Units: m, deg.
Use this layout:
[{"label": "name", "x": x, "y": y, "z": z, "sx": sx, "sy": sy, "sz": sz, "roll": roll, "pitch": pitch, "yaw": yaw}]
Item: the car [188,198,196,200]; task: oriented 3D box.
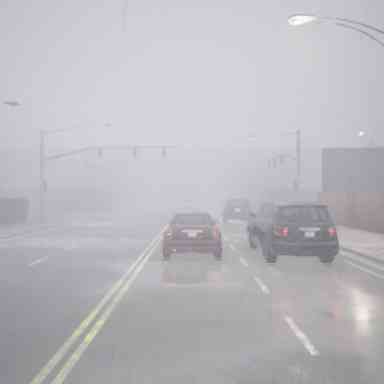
[{"label": "car", "x": 0.010, "y": 2.306, "z": 86.934, "sx": 2.097, "sy": 1.767, "sz": 4.553, "roll": 0, "pitch": -1, "yaw": 0}]

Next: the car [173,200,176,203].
[{"label": "car", "x": -3.491, "y": 2.474, "z": 79.991, "sx": 1.895, "sy": 1.301, "sz": 4.718, "roll": 0, "pitch": -1, "yaw": 0}]

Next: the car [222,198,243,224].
[{"label": "car", "x": 3.685, "y": 1.526, "z": 27.530, "sx": 2.150, "sy": 2.045, "sz": 5.566, "roll": 0, "pitch": 0, "yaw": 5}]

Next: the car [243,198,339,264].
[{"label": "car", "x": 3.514, "y": 1.364, "z": 12.553, "sx": 2.150, "sy": 2.045, "sz": 5.566, "roll": 0, "pitch": 0, "yaw": 0}]

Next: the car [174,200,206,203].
[{"label": "car", "x": -0.295, "y": 1.786, "z": 29.182, "sx": 1.882, "sy": 1.535, "sz": 5.008, "roll": 0, "pitch": 0, "yaw": -7}]

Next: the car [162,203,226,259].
[{"label": "car", "x": 0.024, "y": 1.500, "z": 13.402, "sx": 2.097, "sy": 1.767, "sz": 4.553, "roll": 0, "pitch": -1, "yaw": 0}]

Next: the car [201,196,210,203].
[{"label": "car", "x": 3.510, "y": 2.153, "z": 86.258, "sx": 2.150, "sy": 2.045, "sz": 5.566, "roll": 0, "pitch": -1, "yaw": 0}]
